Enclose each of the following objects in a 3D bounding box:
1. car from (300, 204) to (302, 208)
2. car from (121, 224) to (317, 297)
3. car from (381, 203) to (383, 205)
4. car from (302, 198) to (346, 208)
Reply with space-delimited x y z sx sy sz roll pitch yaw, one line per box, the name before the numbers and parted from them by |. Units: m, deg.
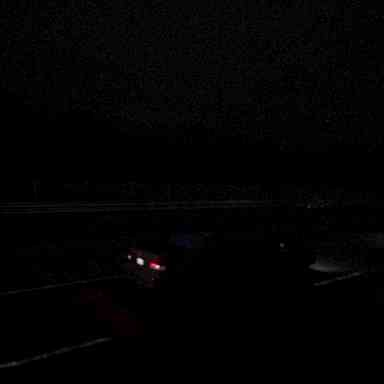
car | 14.975 1.525 39.746 4.553 1.767 2.097 0 0 -33
car | 0.931 1.567 8.671 5.357 1.411 2.033 0 0 -35
car | 21.379 1.750 35.584 5.357 1.411 2.033 1 0 -33
car | 14.209 1.503 35.037 4.553 1.767 2.097 0 0 -34
